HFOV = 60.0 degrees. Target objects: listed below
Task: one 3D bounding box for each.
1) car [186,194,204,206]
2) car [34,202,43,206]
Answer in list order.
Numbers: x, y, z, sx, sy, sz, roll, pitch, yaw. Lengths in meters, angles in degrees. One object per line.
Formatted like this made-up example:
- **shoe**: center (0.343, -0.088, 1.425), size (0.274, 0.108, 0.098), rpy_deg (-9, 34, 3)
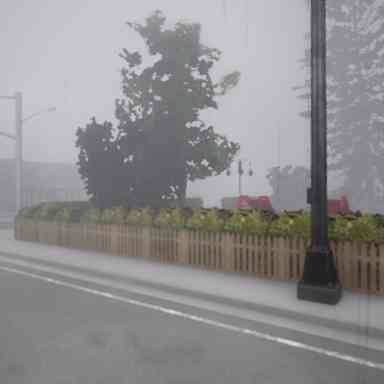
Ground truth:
- **car**: center (-0.279, 1.370, 51.102), size (2.150, 2.045, 5.566), rpy_deg (0, 0, 36)
- **car**: center (-14.004, 1.674, 31.682), size (1.812, 1.442, 4.674), rpy_deg (0, 0, 34)
